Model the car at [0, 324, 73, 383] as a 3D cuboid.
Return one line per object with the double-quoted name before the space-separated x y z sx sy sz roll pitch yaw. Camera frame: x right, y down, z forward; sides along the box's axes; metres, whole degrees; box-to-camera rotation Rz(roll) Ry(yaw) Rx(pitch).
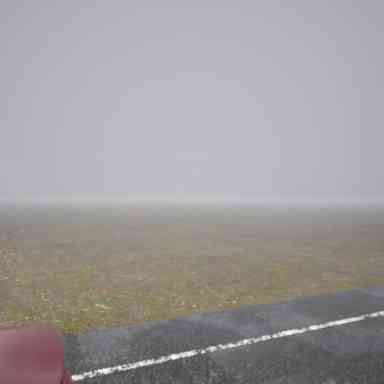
"car" -3.207 1.547 1.610 5.008 1.535 1.882 0 -2 -24
